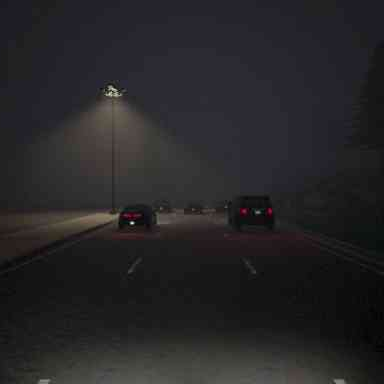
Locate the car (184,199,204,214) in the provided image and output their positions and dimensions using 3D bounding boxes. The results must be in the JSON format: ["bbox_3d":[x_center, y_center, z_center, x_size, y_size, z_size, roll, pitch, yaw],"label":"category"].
[{"bbox_3d":[0.135,1.525,35.102,1.812,1.442,4.674,0,0,1],"label":"car"}]

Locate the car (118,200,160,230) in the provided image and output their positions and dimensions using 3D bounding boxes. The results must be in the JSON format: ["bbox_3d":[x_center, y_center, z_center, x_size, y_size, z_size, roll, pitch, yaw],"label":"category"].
[{"bbox_3d":[-3.400,1.504,21.280,1.837,1.490,4.892,0,0,0],"label":"car"}]

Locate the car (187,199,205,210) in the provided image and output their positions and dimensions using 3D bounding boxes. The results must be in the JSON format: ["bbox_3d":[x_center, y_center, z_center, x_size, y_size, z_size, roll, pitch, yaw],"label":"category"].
[{"bbox_3d":[0.599,1.601,44.250,1.895,1.301,4.718,0,0,6],"label":"car"}]

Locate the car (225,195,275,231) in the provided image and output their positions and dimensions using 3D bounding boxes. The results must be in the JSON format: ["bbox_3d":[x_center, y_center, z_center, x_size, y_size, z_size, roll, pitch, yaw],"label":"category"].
[{"bbox_3d":[3.600,1.221,20.839,2.150,2.045,5.566,0,0,0],"label":"car"}]

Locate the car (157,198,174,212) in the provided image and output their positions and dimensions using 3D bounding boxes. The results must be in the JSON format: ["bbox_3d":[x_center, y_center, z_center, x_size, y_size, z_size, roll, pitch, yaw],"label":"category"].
[{"bbox_3d":[-3.272,1.504,38.471,1.837,1.490,4.892,0,0,2],"label":"car"}]

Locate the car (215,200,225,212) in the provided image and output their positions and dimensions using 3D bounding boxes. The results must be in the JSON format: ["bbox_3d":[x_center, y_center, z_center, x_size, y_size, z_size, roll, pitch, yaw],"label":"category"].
[{"bbox_3d":[3.703,1.563,37.869,1.994,1.385,4.181,0,0,2],"label":"car"}]
